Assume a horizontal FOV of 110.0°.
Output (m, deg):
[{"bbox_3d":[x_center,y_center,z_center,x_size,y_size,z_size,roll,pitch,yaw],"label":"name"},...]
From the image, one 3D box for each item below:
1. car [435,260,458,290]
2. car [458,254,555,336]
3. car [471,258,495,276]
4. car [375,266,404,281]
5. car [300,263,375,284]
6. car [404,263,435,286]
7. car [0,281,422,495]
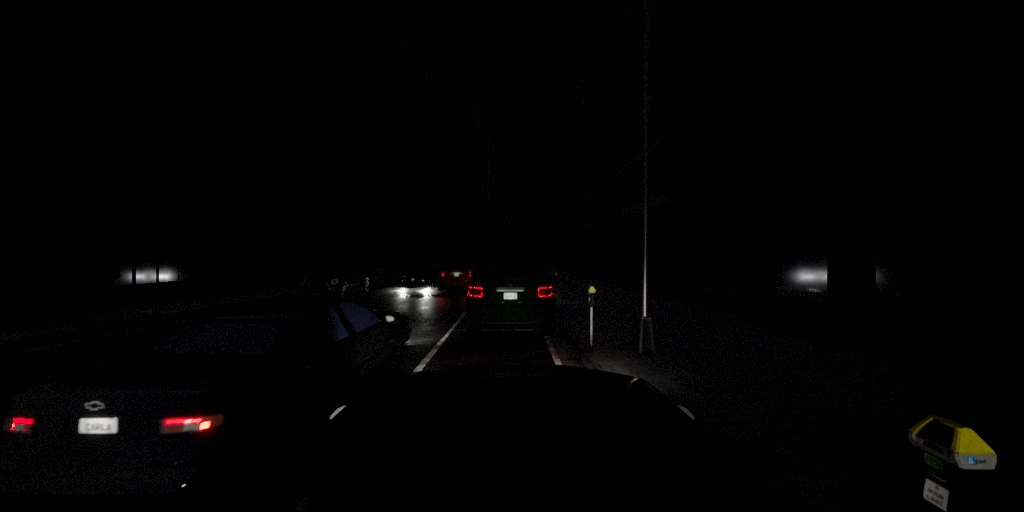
[{"bbox_3d":[-3.137,1.096,22.417,2.097,1.767,4.553,0,0,0],"label":"car"},{"bbox_3d":[-0.035,0.969,10.529,2.150,2.045,5.566,0,0,0],"label":"car"},{"bbox_3d":[-3.032,1.085,38.343,2.097,1.767,4.553,0,0,0],"label":"car"},{"bbox_3d":[-8.805,1.324,23.619,1.802,1.307,4.207,0,0,0],"label":"car"},{"bbox_3d":[-8.807,1.184,18.033,1.967,1.591,4.097,0,0,0],"label":"car"},{"bbox_3d":[-6.235,1.247,24.974,1.837,1.490,4.892,0,0,0],"label":"car"},{"bbox_3d":[-3.046,1.296,5.152,2.033,1.411,5.357,0,0,0],"label":"car"}]
